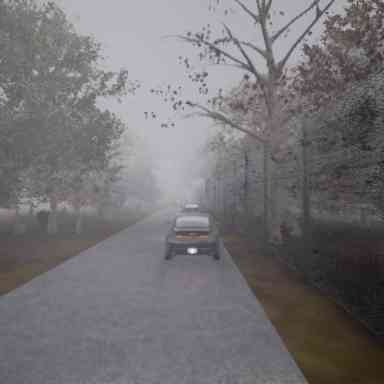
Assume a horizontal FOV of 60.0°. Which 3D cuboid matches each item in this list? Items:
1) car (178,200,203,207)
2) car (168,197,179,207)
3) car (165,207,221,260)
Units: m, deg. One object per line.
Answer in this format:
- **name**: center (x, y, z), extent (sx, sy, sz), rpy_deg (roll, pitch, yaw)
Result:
- **car**: center (-0.015, 1.618, 28.374), extent (1.812, 1.442, 4.674), rpy_deg (0, 0, 0)
- **car**: center (-3.056, 1.702, 58.350), extent (2.097, 1.767, 4.553), rpy_deg (0, -1, 0)
- **car**: center (0.031, 1.548, 12.634), extent (1.837, 1.490, 4.892), rpy_deg (0, 0, 0)
